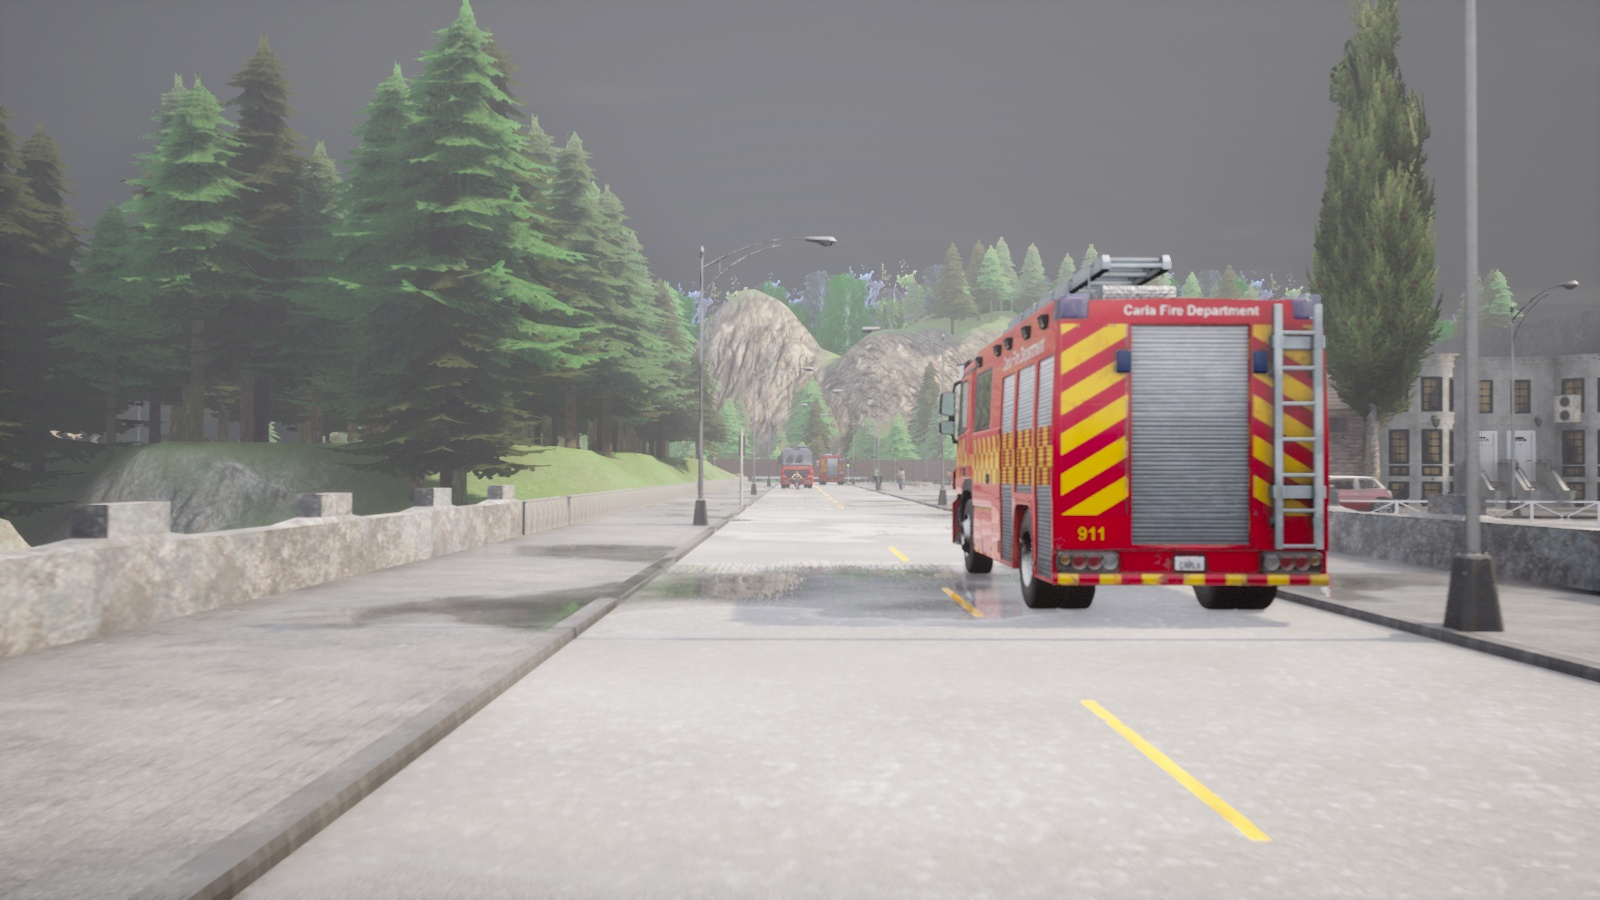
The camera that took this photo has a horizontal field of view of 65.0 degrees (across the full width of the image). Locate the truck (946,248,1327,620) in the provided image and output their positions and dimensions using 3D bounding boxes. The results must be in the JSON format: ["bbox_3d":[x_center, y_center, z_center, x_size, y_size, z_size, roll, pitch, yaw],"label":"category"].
[{"bbox_3d":[3.956,-0.081,17.179,2.891,3.827,8.468,0,-1,0],"label":"truck"}]

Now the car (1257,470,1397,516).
[{"bbox_3d":[17.521,1.411,41.869,3.806,1.475,1.970,0,-1,0],"label":"car"}]
